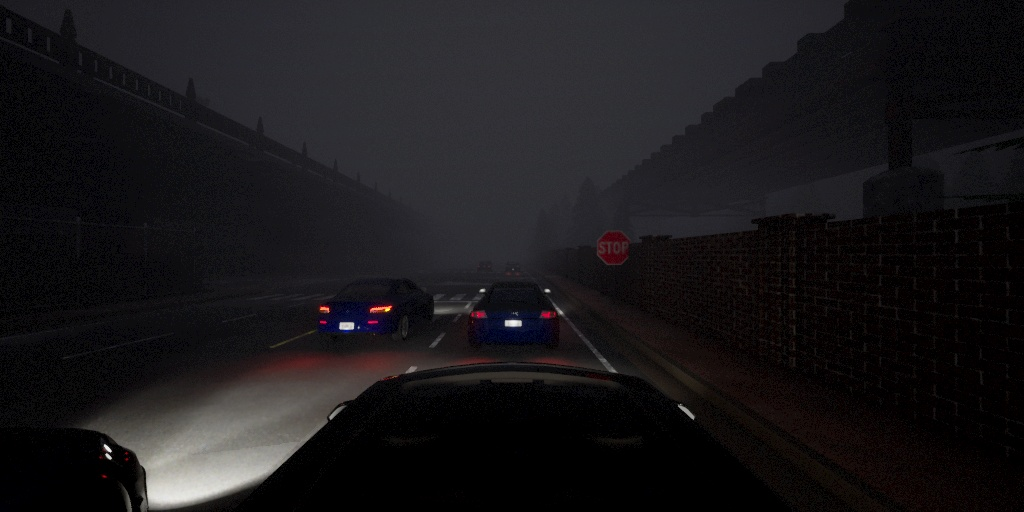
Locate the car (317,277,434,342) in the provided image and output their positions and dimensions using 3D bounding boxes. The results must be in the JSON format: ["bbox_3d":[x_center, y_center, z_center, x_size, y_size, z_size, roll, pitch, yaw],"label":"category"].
[{"bbox_3d":[-3.411,1.276,9.691,1.812,1.442,4.674,0,0,0],"label":"car"}]

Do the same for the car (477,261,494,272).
[{"bbox_3d":[-3.391,1.297,45.828,2.033,1.411,5.357,0,0,-1],"label":"car"}]

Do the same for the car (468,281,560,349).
[{"bbox_3d":[0.070,1.314,9.169,1.994,1.385,4.181,0,0,1],"label":"car"}]

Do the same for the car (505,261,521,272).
[{"bbox_3d":[0.104,1.351,45.987,1.895,1.301,4.718,0,0,-1],"label":"car"}]

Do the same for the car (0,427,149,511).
[{"bbox_3d":[-3.398,1.314,0.595,1.994,1.385,4.181,0,0,0],"label":"car"}]
